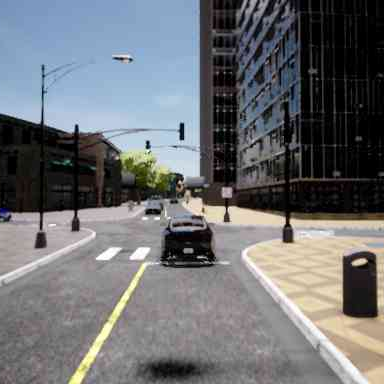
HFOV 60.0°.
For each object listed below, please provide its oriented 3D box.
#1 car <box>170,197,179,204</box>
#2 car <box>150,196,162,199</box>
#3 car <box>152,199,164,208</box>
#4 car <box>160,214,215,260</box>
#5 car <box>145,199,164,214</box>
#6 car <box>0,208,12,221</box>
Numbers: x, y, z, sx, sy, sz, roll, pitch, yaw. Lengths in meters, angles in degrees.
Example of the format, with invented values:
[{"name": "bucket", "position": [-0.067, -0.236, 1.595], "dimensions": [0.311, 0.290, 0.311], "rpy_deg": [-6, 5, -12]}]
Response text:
[{"name": "car", "position": [-4.157, 1.988, 79.219], "dimensions": [2.097, 1.767, 4.553], "rpy_deg": [0, 0, -1]}, {"name": "car", "position": [-5.367, 1.620, 49.679], "dimensions": [2.150, 2.045, 5.566], "rpy_deg": [0, 0, -4]}, {"name": "car", "position": [-6.049, 2.043, 59.712], "dimensions": [1.994, 1.385, 4.181], "rpy_deg": [0, 0, -4]}, {"name": "car", "position": [-0.168, 1.609, 12.867], "dimensions": [1.837, 1.490, 4.892], "rpy_deg": [0, 0, -1]}, {"name": "car", "position": [-4.563, 1.864, 39.530], "dimensions": [2.033, 1.411, 5.357], "rpy_deg": [0, 0, -5]}, {"name": "car", "position": [-17.768, 1.797, 28.653], "dimensions": [4.674, 1.442, 1.812], "rpy_deg": [0, -1, 19]}]
